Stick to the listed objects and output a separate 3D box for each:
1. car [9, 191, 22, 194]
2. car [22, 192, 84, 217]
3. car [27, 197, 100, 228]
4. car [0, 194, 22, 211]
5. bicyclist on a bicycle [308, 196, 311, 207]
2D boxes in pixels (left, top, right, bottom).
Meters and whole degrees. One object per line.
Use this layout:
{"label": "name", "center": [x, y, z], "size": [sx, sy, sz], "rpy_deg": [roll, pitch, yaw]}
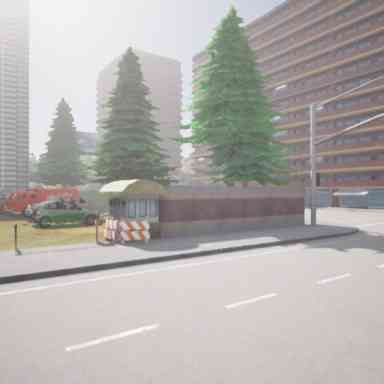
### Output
{"label": "car", "center": [-26.258, 1.203, 46.298], "size": [3.866, 1.878, 1.905], "rpy_deg": [0, 0, -35]}
{"label": "car", "center": [-9.978, 1.171, 25.162], "size": [4.605, 1.855, 1.932], "rpy_deg": [0, 0, -35]}
{"label": "car", "center": [-7.965, 1.339, 21.106], "size": [3.988, 1.617, 1.851], "rpy_deg": [0, 0, -35]}
{"label": "car", "center": [-24.986, 1.393, 43.773], "size": [4.193, 1.474, 1.816], "rpy_deg": [0, 0, -35]}
{"label": "bicyclist on a bicycle", "center": [16.709, 1.345, 46.520], "size": [1.656, 1.620, 0.582], "rpy_deg": [0, 0, -35]}
